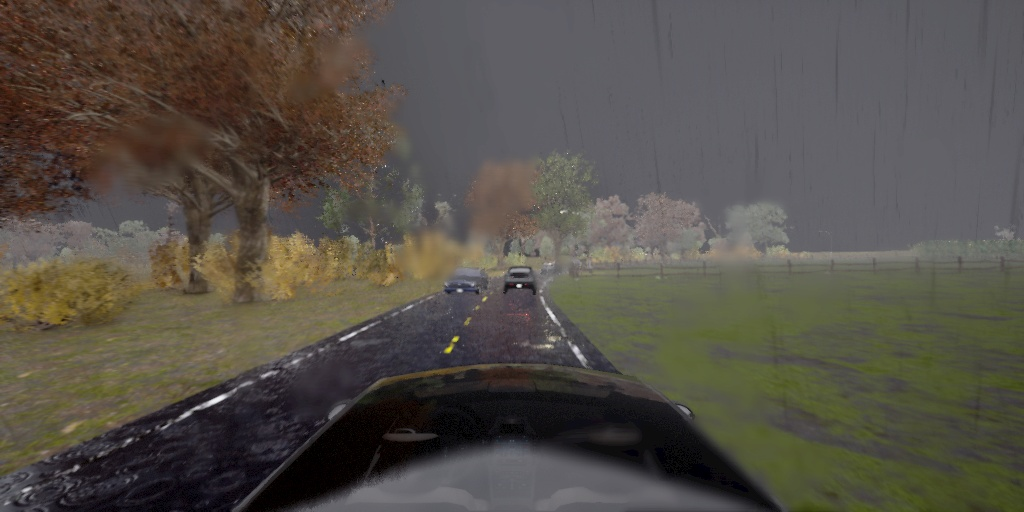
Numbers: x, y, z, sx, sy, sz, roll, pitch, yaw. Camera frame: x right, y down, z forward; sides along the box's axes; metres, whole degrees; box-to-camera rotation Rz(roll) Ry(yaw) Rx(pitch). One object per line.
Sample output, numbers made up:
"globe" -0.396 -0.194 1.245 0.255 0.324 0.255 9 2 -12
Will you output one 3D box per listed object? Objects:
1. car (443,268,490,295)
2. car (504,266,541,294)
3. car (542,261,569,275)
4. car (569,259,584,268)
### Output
"car" -2.454 1.378 20.787 2.033 1.411 5.357 0 0 4
"car" 0.595 1.341 21.391 1.837 1.490 4.892 0 0 5
"car" 4.684 1.370 40.726 2.128 1.511 4.902 0 0 18
"car" 10.621 1.247 60.117 1.837 1.490 4.892 0 1 32
